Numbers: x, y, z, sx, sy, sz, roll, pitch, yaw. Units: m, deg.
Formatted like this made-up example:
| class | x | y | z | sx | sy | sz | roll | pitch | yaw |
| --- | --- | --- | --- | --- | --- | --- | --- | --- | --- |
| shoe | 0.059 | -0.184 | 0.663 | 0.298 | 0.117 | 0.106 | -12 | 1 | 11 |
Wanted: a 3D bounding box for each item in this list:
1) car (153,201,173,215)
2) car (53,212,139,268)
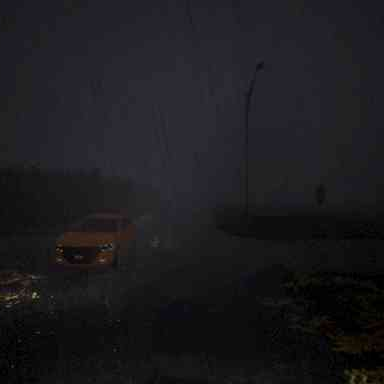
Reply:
| class | x | y | z | sx | sy | sz | roll | pitch | yaw |
| --- | --- | --- | --- | --- | --- | --- | --- | --- | --- |
| car | -3.094 | 1.742 | 36.512 | 1.812 | 1.442 | 4.674 | 0 | 1 | 0 |
| car | -3.090 | 1.521 | 11.586 | 1.882 | 1.535 | 5.008 | 1 | 0 | 0 |
